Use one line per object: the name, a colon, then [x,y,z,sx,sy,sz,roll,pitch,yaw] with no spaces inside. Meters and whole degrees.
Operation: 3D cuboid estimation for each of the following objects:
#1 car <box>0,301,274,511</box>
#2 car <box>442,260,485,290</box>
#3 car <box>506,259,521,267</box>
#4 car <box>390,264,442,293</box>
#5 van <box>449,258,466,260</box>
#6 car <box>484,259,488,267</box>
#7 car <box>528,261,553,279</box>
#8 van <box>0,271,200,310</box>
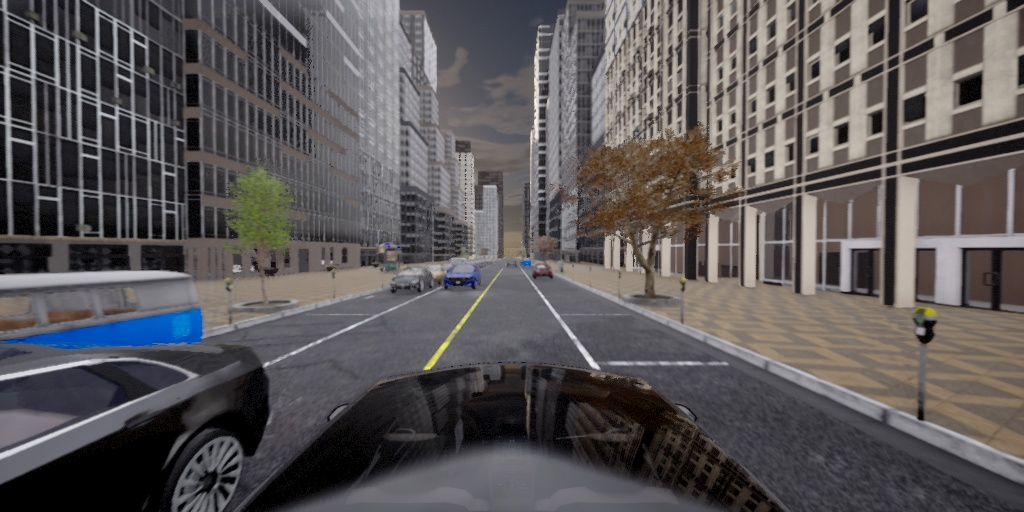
car: [-3.087,1.242,1.220,2.128,1.511,4.902,0,0,0]
car: [-3.036,1.227,22.813,1.882,1.535,5.008,0,0,0]
car: [0.003,1.273,64.676,2.128,1.511,4.902,0,0,0]
car: [-5.689,1.300,20.853,2.007,1.370,4.403,0,0,0]
van: [-5.688,1.098,37.728,1.690,1.789,3.998,0,0,0]
car: [-5.687,1.326,60.229,2.007,1.370,4.403,0,0,0]
car: [2.693,1.336,32.104,1.802,1.307,4.207,0,0,0]
van: [-5.689,1.090,3.979,1.690,1.789,3.998,0,0,0]
